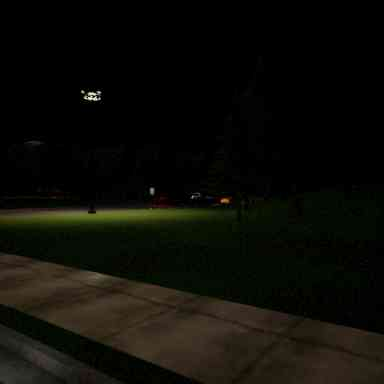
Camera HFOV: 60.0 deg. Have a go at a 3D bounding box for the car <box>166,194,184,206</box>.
[{"bbox_3d":[-1.632,1.500,55.782,1.837,1.490,4.892,0,0,37],"label":"car"}]

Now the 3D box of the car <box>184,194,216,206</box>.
[{"bbox_3d":[1.406,1.474,53.999,1.882,1.535,5.008,0,0,37],"label":"car"}]

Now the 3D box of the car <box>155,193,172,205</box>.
[{"bbox_3d":[-4.142,1.216,58.265,2.150,2.045,5.566,0,0,36],"label":"car"}]

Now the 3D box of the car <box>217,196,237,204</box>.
[{"bbox_3d":[7.233,1.474,62.051,1.882,1.535,5.008,0,0,36],"label":"car"}]
